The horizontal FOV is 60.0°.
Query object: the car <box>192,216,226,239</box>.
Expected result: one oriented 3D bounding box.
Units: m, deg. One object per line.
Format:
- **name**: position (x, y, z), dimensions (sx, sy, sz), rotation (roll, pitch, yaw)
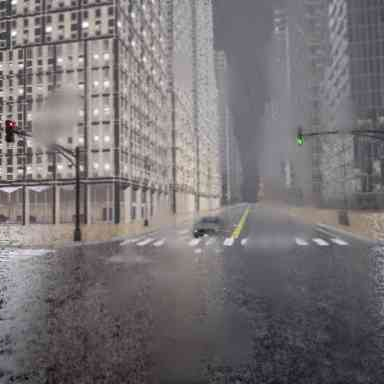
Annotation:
- **car**: position (1.321, 2.388, 23.222), dimensions (2.033, 1.411, 5.357), rotation (-2, -2, 10)
